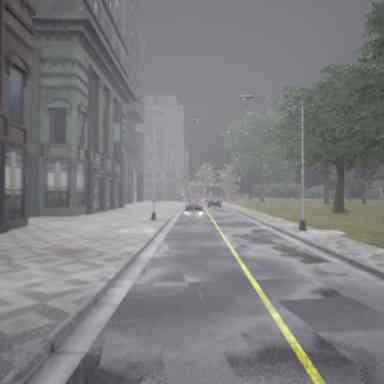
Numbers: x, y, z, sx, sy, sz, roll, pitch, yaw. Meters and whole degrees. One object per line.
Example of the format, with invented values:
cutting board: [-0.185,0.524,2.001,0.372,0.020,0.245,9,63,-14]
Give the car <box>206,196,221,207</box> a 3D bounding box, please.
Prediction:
car: [3.564,1.547,53.875,2.097,1.767,4.553,0,0,1]

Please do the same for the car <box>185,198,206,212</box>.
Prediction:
car: [0.248,1.463,40.537,2.097,1.767,4.553,0,0,0]

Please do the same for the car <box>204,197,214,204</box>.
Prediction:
car: [3.613,1.833,70.828,1.812,1.442,4.674,0,0,1]
